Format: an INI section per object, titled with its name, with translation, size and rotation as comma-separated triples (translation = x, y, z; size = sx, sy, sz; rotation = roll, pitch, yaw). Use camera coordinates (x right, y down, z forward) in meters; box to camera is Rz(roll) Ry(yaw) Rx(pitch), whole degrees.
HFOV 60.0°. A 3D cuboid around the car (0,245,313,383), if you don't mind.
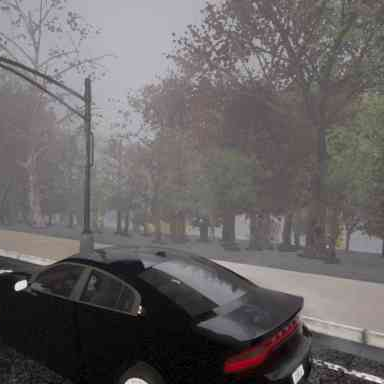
[car]
translation = -1.034, 1.477, 4.477
size = 5.008, 1.535, 1.882
rotation = 0, 0, 36
